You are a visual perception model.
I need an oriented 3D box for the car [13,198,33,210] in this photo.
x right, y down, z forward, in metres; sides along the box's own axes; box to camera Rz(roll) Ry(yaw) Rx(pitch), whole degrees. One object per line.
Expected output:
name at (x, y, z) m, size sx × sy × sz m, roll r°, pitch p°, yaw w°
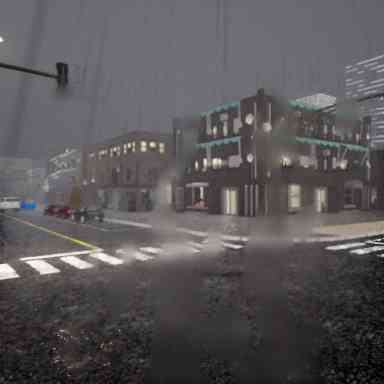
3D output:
car at (-28.099, 1.966, 55.087) m, size 2.192 × 1.841 × 5.009 m, roll -1°, pitch 0°, yaw -36°

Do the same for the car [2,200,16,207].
car at (-37.740, 2.388, 68.604) m, size 1.947 × 1.339 × 4.313 m, roll -1°, pitch 0°, yaw -36°

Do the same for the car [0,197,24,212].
car at (-26.618, 1.825, 48.566) m, size 2.150 × 2.045 × 5.566 m, roll 0°, pitch 0°, yaw -36°

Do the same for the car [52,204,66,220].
car at (-12.019, 1.932, 32.559) m, size 1.802 × 1.307 × 4.206 m, roll -1°, pitch 0°, yaw -36°

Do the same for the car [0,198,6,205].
car at (-47.387, 2.432, 82.120) m, size 1.967 × 1.590 × 4.097 m, roll -1°, pitch 0°, yaw -36°

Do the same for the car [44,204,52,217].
car at (-15.233, 1.993, 37.064) m, size 1.802 × 1.307 × 4.206 m, roll -1°, pitch 0°, yaw -36°

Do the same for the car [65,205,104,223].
car at (-8.804, 1.838, 28.053) m, size 2.008 × 1.369 × 4.403 m, roll -1°, pitch 0°, yaw -36°

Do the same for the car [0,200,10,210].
car at (-32.777, 2.193, 57.203) m, size 1.882 × 1.535 × 5.008 m, roll 0°, pitch 0°, yaw -35°

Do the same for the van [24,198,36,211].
van at (-24.883, 1.933, 50.581) m, size 1.690 × 1.788 × 3.998 m, roll -1°, pitch 0°, yaw -36°
